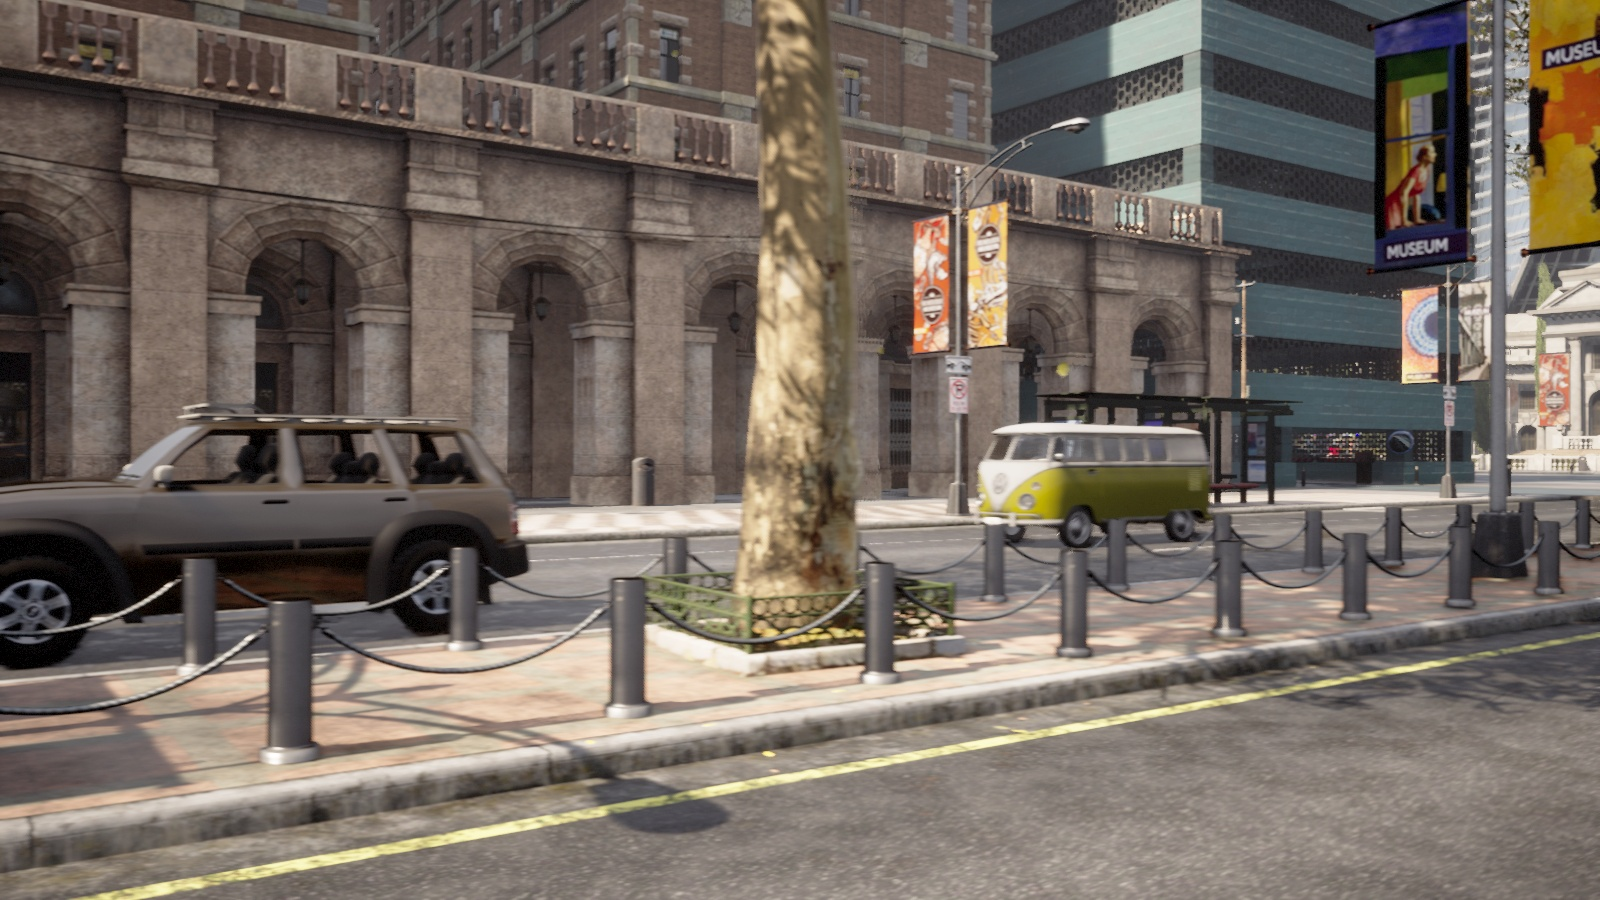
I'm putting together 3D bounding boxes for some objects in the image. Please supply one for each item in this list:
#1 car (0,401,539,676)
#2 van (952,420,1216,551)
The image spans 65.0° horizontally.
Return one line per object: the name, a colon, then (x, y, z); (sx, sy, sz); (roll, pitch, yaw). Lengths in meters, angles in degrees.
car: (-4.663, 0.596, 10.163); (4.605, 1.855, 1.932); (0, 0, -35)
van: (4.820, 0.539, 21.026); (4.442, 1.987, 1.775); (0, 0, -35)
